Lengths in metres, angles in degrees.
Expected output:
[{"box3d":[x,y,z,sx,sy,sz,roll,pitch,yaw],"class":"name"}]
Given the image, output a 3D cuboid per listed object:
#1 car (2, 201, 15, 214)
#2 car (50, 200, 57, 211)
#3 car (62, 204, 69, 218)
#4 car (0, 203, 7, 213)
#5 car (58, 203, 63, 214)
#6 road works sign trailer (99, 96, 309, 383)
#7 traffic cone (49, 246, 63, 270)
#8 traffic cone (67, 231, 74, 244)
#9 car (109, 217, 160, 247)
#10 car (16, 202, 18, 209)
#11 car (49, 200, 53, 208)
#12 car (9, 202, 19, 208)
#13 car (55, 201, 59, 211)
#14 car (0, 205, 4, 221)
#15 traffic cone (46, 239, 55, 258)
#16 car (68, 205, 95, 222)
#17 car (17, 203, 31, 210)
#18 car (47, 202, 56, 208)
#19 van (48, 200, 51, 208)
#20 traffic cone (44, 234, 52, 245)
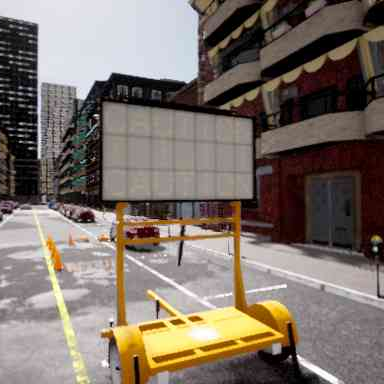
[{"box3d":[-27.373,2.452,48.582,1.887,1.381,4.507,1,-1,-26],"class":"car"},{"box3d":[-22.855,2.554,57.307,1.752,1.417,4.829,1,-1,-26],"class":"car"},{"box3d":[-12.822,2.186,36.695,1.887,1.381,4.507,1,-1,-26],"class":"car"},{"box3d":[-19.828,2.144,33.084,1.752,1.417,4.829,1,-1,-26],"class":"car"},{"box3d":[-15.311,2.280,41.810,1.887,1.381,4.507,1,-1,-26],"class":"car"},{"box3d":[-0.195,0.542,4.886,2.380,3.560,2.880,0,-1,-26],"class":"road works sign trailer"},{"box3d":[-4.303,2.142,10.644,0.340,0.580,0.340,0,-1,-26],"class":"traffic cone"},{"box3d":[-6.029,2.242,16.476,0.340,0.580,0.340,0,-1,-26],"class":"traffic cone"},{"box3d":[-2.862,1.849,16.233,1.802,1.307,4.206,1,-1,-26],"class":"car"},{"box3d":[-37.332,2.850,69.042,1.887,1.381,4.507,1,-1,-26],"class":"car"},{"box3d":[-25.271,2.706,62.268,1.802,1.307,4.206,1,-1,-26],"class":"car"},{"box3d":[-42.312,3.053,79.272,1.887,1.381,4.507,1,-1,-26],"class":"car"},{"box3d":[-17.876,2.359,47.078,1.752,1.417,4.829,1,-1,-26],"class":"car"},{"box3d":[-17.412,2.078,28.121,2.008,1.369,4.403,1,-1,-26],"class":"car"},{"box3d":[-5.178,2.174,12.442,0.340,0.580,0.340,0,-1,-26],"class":"traffic cone"},{"box3d":[-10.332,2.129,31.579,1.802,1.307,4.206,1,-1,-26],"class":"car"},{"box3d":[-32.789,2.822,65.556,1.895,1.301,4.718,0,-1,-26],"class":"car"},{"box3d":[-32.815,2.955,77.768,1.752,1.417,4.829,1,-1,-26],"class":"car"},{"box3d":[-30.250,2.667,72.503,1.690,1.788,3.998,1,-1,-26],"class":"van"},{"box3d":[-6.053,2.207,14.241,0.340,0.580,0.340,0,-1,-26],"class":"traffic cone"}]
